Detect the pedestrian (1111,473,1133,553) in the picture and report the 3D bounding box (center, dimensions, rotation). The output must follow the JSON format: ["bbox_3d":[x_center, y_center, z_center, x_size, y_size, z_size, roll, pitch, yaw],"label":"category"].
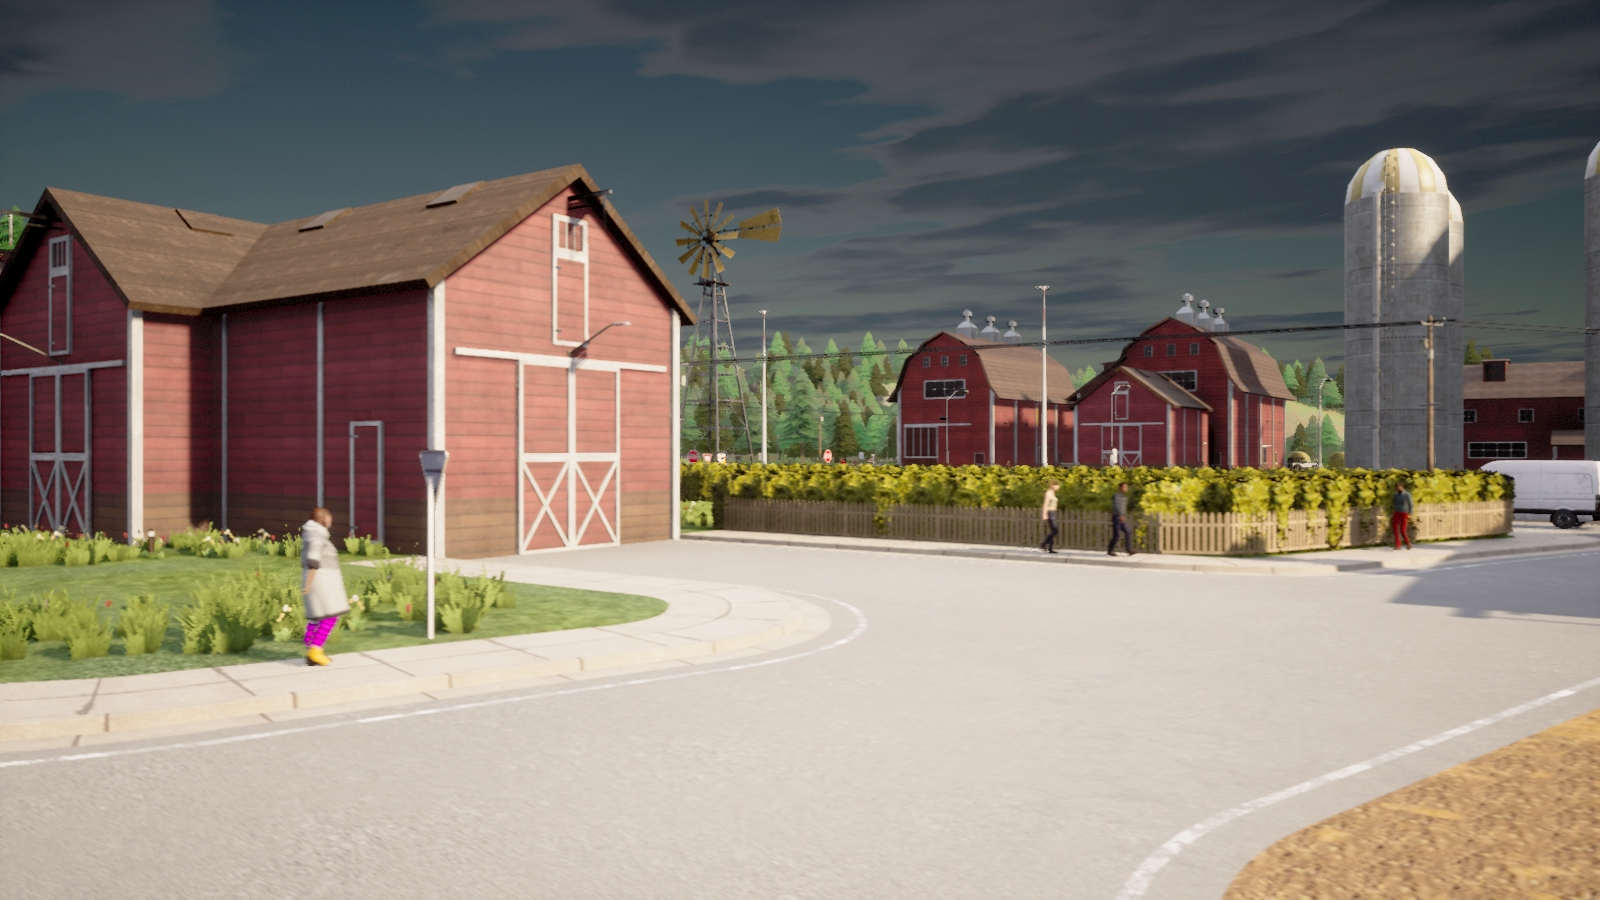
[{"bbox_3d":[7.597,1.470,26.970,0.375,1.860,0.375,0,0,43],"label":"pedestrian"}]

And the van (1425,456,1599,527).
[{"bbox_3d":[27.809,1.541,44.335,5.915,2.561,1.988,0,0,44],"label":"van"}]

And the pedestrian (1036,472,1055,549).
[{"bbox_3d":[6.016,1.470,27.966,0.375,1.860,0.375,0,0,27],"label":"pedestrian"}]

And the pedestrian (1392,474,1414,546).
[{"bbox_3d":[15.782,1.557,29.908,0.375,1.860,0.375,0,0,-31],"label":"pedestrian"}]

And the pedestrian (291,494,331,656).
[{"bbox_3d":[-5.790,1.461,13.526,0.375,1.860,0.375,0,0,-33],"label":"pedestrian"}]
